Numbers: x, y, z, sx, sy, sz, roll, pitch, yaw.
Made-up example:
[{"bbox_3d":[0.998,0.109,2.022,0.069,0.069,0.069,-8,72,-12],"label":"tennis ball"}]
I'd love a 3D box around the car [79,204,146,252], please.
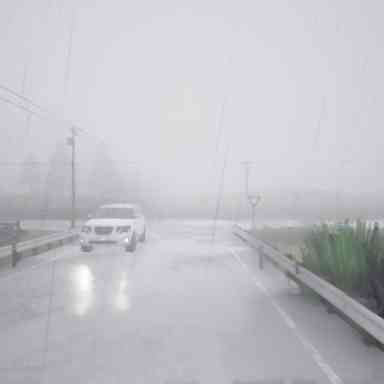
[{"bbox_3d":[-3.534,1.587,15.919,2.150,2.045,5.566,0,-2,0],"label":"car"}]
